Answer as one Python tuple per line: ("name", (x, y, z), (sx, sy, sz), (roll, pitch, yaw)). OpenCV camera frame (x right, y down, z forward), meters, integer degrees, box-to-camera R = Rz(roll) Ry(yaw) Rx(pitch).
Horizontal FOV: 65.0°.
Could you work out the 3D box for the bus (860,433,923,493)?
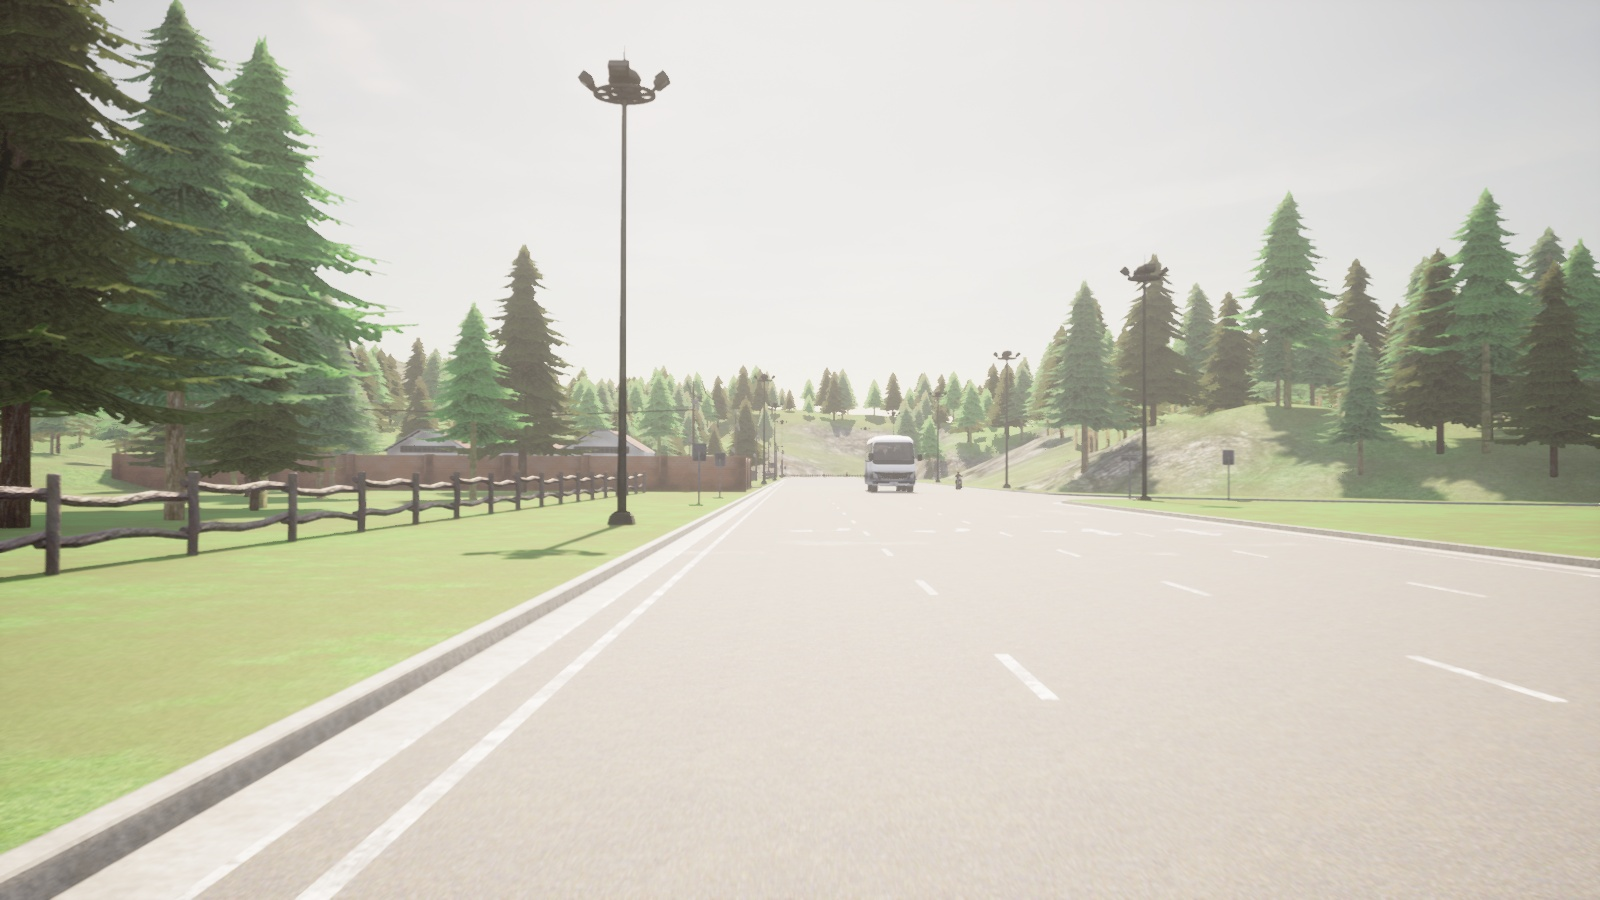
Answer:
("bus", (6.785, 1.000, 94.938), (3.944, 4.253, 10.273), (0, -1, 0))
